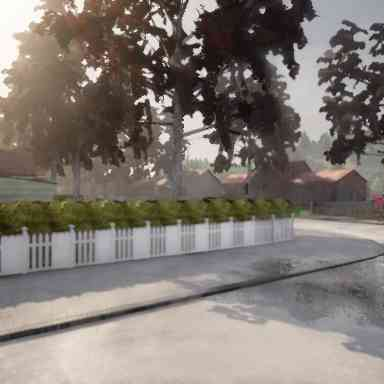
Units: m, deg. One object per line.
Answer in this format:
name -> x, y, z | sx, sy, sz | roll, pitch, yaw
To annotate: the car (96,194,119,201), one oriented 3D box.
car -> -13.347, 1.362, 52.472 | 2.150, 2.045, 5.566 | 0, -1, -35
